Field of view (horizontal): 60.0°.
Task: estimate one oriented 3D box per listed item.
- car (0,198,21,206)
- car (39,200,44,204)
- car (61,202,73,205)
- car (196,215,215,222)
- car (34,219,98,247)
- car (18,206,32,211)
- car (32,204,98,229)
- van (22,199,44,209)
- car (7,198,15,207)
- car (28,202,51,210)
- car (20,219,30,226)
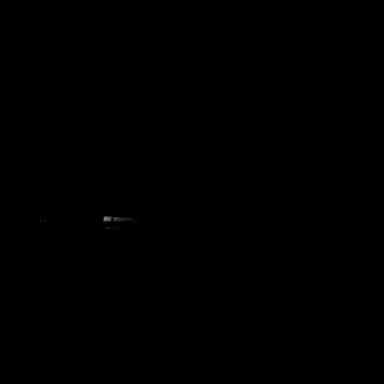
[{"bbox_3d":[-45.329,2.531,83.081,2.185,1.767,4.553,2,2,19],"label":"car"},{"bbox_3d":[-31.244,3.140,71.947,1.946,1.575,5.366,1,2,19],"label":"car"},{"bbox_3d":[-26.606,3.061,67.984,2.435,2.045,5.566,2,2,19],"label":"car"},{"bbox_3d":[2.041,3.774,52.181,2.097,1.767,4.553,1,-2,-13],"label":"car"},{"bbox_3d":[-12.400,3.953,32.759,5.566,2.045,2.435,2,1,17],"label":"car"},{"bbox_3d":[-22.249,3.487,47.867,5.566,2.045,2.435,1,1,17],"label":"car"},{"bbox_3d":[-9.179,1.979,25.391,1.837,1.490,4.892,2,-3,38],"label":"car"},{"bbox_3d":[-36.019,2.760,75.408,1.878,1.987,4.442,2,2,19],"label":"van"},{"bbox_3d":[-40.686,2.694,79.257,2.185,1.767,4.553,1,2,19],"label":"car"},{"bbox_3d":[-33.653,3.105,73.645,2.002,1.452,4.674,1,2,19],"label":"car"},{"bbox_3d":[-14.286,3.951,30.349,5.566,2.045,2.435,2,2,17],"label":"car"}]
